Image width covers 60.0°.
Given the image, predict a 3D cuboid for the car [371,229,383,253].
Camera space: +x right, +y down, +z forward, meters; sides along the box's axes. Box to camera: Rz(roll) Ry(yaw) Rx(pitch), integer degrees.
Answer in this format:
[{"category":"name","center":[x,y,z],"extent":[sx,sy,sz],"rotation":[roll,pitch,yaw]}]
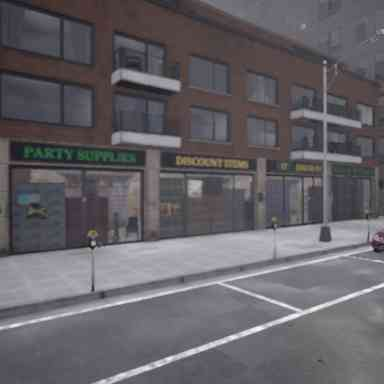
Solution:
[{"category":"car","center":[6.349,1.422,7.606],"extent":[5.008,1.535,1.882],"rotation":[0,0,-36]}]
